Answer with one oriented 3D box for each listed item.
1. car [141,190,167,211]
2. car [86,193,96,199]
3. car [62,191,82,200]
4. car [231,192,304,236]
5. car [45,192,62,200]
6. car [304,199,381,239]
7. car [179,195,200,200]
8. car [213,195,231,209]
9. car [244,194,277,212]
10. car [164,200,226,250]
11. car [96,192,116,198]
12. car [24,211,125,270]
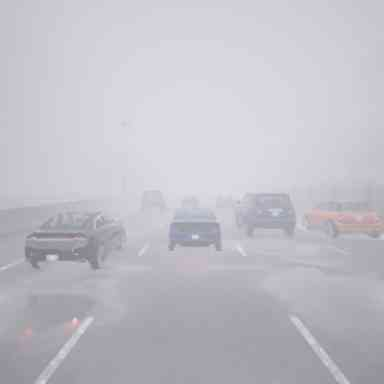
[{"bbox_3d":[-3.708,0.785,32.914,2.150,2.045,5.566,0,1,-1],"label":"car"},{"bbox_3d":[-18.520,0.761,63.038,1.895,1.301,4.718,0,1,-1],"label":"car"},{"bbox_3d":[-21.995,0.683,62.132,1.837,1.490,4.892,0,1,-1],"label":"car"},{"bbox_3d":[3.578,0.997,17.028,2.150,2.045,5.566,0,1,0],"label":"car"},{"bbox_3d":[-25.478,0.739,61.304,1.994,1.385,4.181,0,1,-1],"label":"car"},{"bbox_3d":[7.080,1.139,16.233,2.097,1.767,4.553,0,1,0],"label":"car"},{"bbox_3d":[-0.231,1.057,33.844,1.837,1.490,4.892,0,1,-1],"label":"car"},{"bbox_3d":[3.272,1.047,33.732,2.128,1.511,4.902,0,1,-1],"label":"car"},{"bbox_3d":[6.779,1.051,33.514,2.128,1.511,4.902,0,1,-1],"label":"car"},{"bbox_3d":[0.097,1.299,13.452,1.882,1.535,5.008,0,1,0],"label":"car"},{"bbox_3d":[-14.957,0.703,59.447,2.128,1.511,4.902,0,1,-1],"label":"car"},{"bbox_3d":[-3.394,1.350,10.506,2.128,1.511,4.902,0,1,0],"label":"car"}]
